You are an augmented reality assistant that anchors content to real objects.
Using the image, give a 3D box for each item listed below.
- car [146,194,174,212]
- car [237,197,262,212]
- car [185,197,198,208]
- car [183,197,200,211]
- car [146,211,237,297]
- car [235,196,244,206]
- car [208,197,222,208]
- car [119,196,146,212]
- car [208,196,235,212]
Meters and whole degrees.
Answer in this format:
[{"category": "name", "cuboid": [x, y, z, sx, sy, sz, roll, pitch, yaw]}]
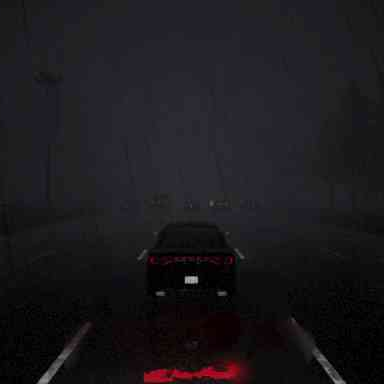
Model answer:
[{"category": "car", "cuboid": [-3.577, 1.221, 38.695, 2.150, 2.045, 5.566, 0, 0, 0]}, {"category": "car", "cuboid": [6.924, 1.564, 39.257, 1.994, 1.385, 4.181, 0, 0, 0]}, {"category": "car", "cuboid": [-0.095, 1.505, 49.458, 1.837, 1.490, 4.892, 0, 0, 0]}, {"category": "car", "cuboid": [-0.073, 1.564, 39.453, 1.994, 1.385, 4.181, 0, 0, 0]}, {"category": "car", "cuboid": [-0.016, 1.478, 8.636, 1.882, 1.535, 5.008, 0, 0, 0]}, {"category": "car", "cuboid": [6.903, 1.352, 49.233, 2.097, 1.767, 4.553, 0, 0, 0]}, {"category": "car", "cuboid": [3.404, 1.526, 49.294, 1.812, 1.442, 4.674, 0, 0, 0]}, {"category": "car", "cuboid": [-7.077, 1.547, 38.626, 2.033, 1.411, 5.357, 0, 0, 0]}, {"category": "car", "cuboid": [3.426, 1.491, 39.079, 2.128, 1.511, 4.902, 0, 0, 0]}]
